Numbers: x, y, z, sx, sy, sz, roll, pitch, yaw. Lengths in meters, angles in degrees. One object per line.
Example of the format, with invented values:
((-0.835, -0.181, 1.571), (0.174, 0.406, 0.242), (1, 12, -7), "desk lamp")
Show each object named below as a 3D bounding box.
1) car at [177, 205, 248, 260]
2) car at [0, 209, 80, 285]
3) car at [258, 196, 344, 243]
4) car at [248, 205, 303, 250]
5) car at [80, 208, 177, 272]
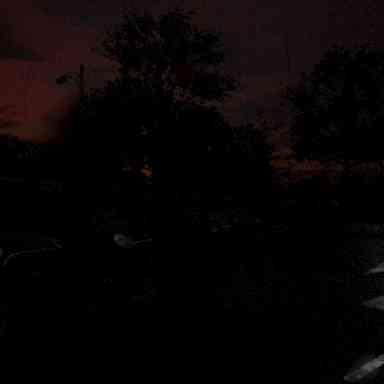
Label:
((-0.539, 1.359, 12.599), (4.553, 1.767, 2.185), (-1, 0, 34), "car")
((-5.508, 1.362, 9.120), (4.553, 1.767, 2.185), (-1, -1, 35), "car")
((4.330, 1.233, 16.137), (5.566, 2.045, 2.435), (-1, 0, 35), "car")
((1.895, 1.486, 14.377), (4.892, 1.521, 2.231), (-1, -1, 34), "car")
((-3.047, 1.361, 10.883), (4.553, 1.767, 2.185), (-1, -1, 34), "car")
